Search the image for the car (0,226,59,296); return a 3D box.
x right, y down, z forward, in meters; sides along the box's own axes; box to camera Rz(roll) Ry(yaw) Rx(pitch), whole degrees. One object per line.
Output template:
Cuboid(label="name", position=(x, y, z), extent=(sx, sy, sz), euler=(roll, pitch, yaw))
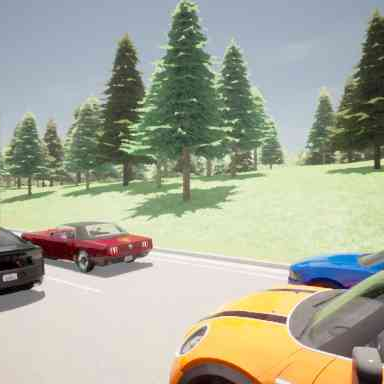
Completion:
Cuboid(label="car", position=(-5.480, 1.478, 7.805), extent=(5.008, 1.535, 1.882), euler=(0, 0, 36))

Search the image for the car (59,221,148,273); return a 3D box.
Cuboid(label="car", position=(-3.592, 1.601, 10.760), extent=(4.718, 1.301, 1.895), euler=(0, 0, 36))

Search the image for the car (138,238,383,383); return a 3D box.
Cuboid(label="car", position=(1.989, 1.352, 2.569), extent=(4.553, 1.767, 2.097), euler=(0, 0, 36))

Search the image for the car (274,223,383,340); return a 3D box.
Cuboid(label="car", position=(4.084, 1.478, 5.372), extent=(5.008, 1.535, 1.882), euler=(0, 0, 36))
